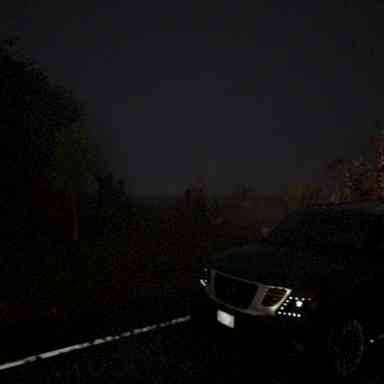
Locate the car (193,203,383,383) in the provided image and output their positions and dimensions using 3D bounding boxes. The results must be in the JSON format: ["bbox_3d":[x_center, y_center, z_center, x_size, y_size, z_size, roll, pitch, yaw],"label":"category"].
[{"bbox_3d":[2.673,1.244,5.767,5.566,2.045,2.150,0,0,-35],"label":"car"}]
